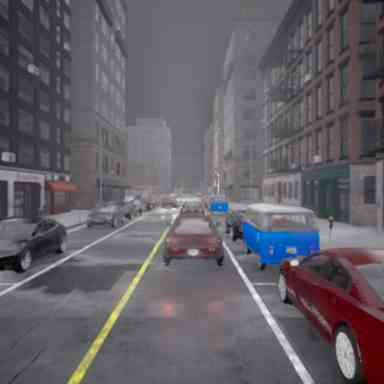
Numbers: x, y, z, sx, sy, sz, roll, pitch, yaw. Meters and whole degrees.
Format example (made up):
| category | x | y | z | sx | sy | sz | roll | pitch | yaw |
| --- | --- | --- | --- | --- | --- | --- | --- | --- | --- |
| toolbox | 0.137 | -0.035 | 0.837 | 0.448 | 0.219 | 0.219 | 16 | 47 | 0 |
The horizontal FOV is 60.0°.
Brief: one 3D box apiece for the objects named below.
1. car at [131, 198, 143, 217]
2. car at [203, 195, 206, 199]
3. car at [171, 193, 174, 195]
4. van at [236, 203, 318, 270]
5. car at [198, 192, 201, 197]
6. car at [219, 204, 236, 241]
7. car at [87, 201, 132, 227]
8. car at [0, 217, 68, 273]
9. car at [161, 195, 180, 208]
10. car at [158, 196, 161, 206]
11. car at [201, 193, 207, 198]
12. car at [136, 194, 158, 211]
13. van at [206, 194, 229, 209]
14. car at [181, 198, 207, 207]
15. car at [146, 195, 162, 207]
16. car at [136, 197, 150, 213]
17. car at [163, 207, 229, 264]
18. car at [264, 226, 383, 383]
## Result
| category | x | y | z | sx | sy | sz | roll | pitch | yaw |
| --- | --- | --- | --- | --- | --- | --- | --- | --- | --- |
| car | -5.445 | 1.444 | 26.805 | 1.947 | 1.339 | 4.313 | 0 | 0 | 0 |
| car | 2.556 | 1.353 | 37.810 | 1.752 | 1.417 | 4.829 | 0 | 0 | 0 |
| car | -5.539 | 1.233 | 70.079 | 2.008 | 1.369 | 4.403 | 0 | 0 | 0 |
| van | 2.615 | 1.294 | 10.593 | 1.690 | 1.788 | 3.998 | 0 | 0 | 0 |
| car | 2.625 | 1.087 | 57.942 | 2.097 | 1.767 | 4.553 | 0 | 0 | 0 |
| car | 2.603 | 1.494 | 16.003 | 1.947 | 1.339 | 4.313 | 0 | 0 | 0 |
| car | -5.434 | 1.454 | 21.395 | 2.008 | 1.369 | 4.403 | 0 | 0 | 0 |
| car | -5.411 | 1.519 | 10.576 | 1.947 | 1.339 | 4.313 | 0 | 0 | 0 |
| car | -2.937 | 1.402 | 43.644 | 1.895 | 1.301 | 4.718 | 0 | 0 | 0 |
| car | -5.480 | 1.244 | 43.032 | 1.967 | 1.590 | 4.097 | 0 | 0 | 0 |
| car | 2.545 | 1.244 | 43.049 | 1.967 | 1.590 | 4.097 | 0 | 0 | 0 |
| car | -5.469 | 1.143 | 37.622 | 2.192 | 1.841 | 5.009 | 0 | 0 | 0 |
| van | 2.568 | 1.194 | 32.230 | 1.690 | 1.788 | 3.998 | 0 | 0 | 0 |
| car | 0.021 | 1.472 | 28.242 | 1.895 | 1.301 | 4.718 | 0 | 0 | 0 |
| car | -5.492 | 1.219 | 48.441 | 1.967 | 1.590 | 4.097 | 0 | 0 | 0 |
| car | -5.457 | 1.435 | 32.214 | 1.802 | 1.307 | 4.206 | 0 | 0 | 0 |
| car | 0.050 | 1.474 | 11.449 | 1.812 | 1.442 | 4.674 | 0 | 0 | 0 |
| car | 2.626 | 1.521 | 5.184 | 1.887 | 1.381 | 4.507 | 0 | 0 | 0 |
